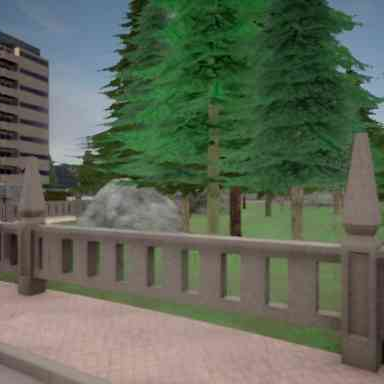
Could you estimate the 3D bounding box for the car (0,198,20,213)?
[{"bbox_3d":[-18.775,1.357,32.077,2.097,1.767,4.553,0,0,24],"label":"car"}]
